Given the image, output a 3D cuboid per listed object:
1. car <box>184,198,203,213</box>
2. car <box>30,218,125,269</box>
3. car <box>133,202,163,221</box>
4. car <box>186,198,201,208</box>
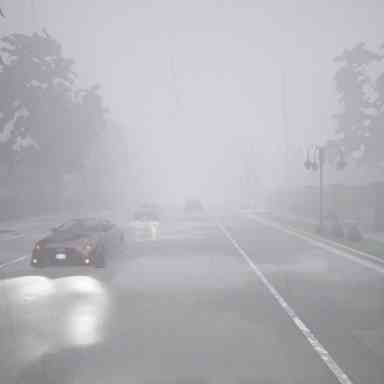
[{"bbox_3d":[0.179,1.505,36.990,1.837,1.490,4.892,0,0,1],"label":"car"},{"bbox_3d":[-3.556,1.564,11.029,1.994,1.385,4.181,0,0,0],"label":"car"},{"bbox_3d":[-3.491,1.551,27.484,2.033,1.411,5.357,0,0,0],"label":"car"},{"bbox_3d":[0.186,1.543,47.304,1.994,1.385,4.181,0,0,1],"label":"car"}]
